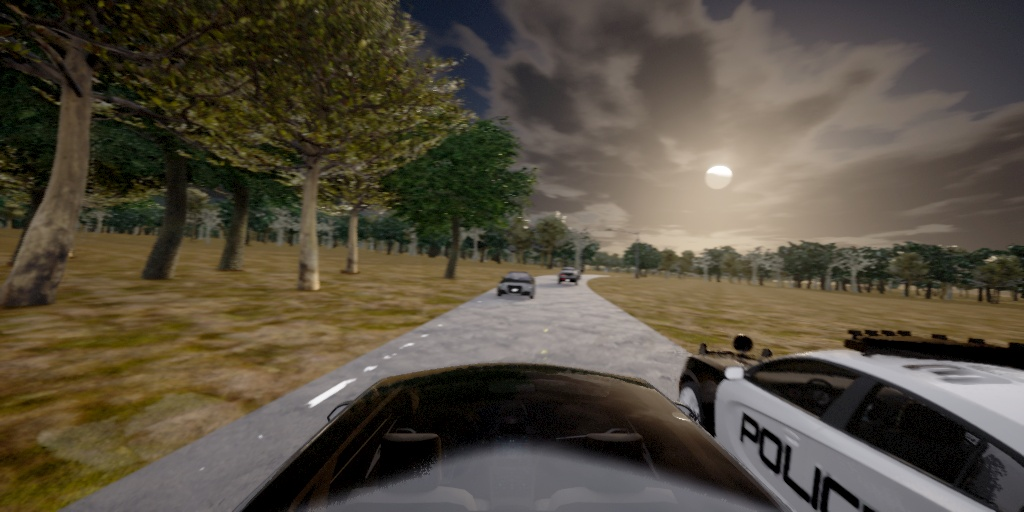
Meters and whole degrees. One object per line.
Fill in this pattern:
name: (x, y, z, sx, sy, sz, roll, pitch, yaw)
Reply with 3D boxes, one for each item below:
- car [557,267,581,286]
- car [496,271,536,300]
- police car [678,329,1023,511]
car: (5.433, 1.988, 34.711, 1.837, 1.490, 4.892, 3, -1, 10)
car: (0.347, 1.577, 20.190, 1.994, 1.385, 4.181, 3, -1, 6)
police car: (2.838, 1.362, 2.555, 1.930, 1.638, 5.238, 4, -1, 5)
